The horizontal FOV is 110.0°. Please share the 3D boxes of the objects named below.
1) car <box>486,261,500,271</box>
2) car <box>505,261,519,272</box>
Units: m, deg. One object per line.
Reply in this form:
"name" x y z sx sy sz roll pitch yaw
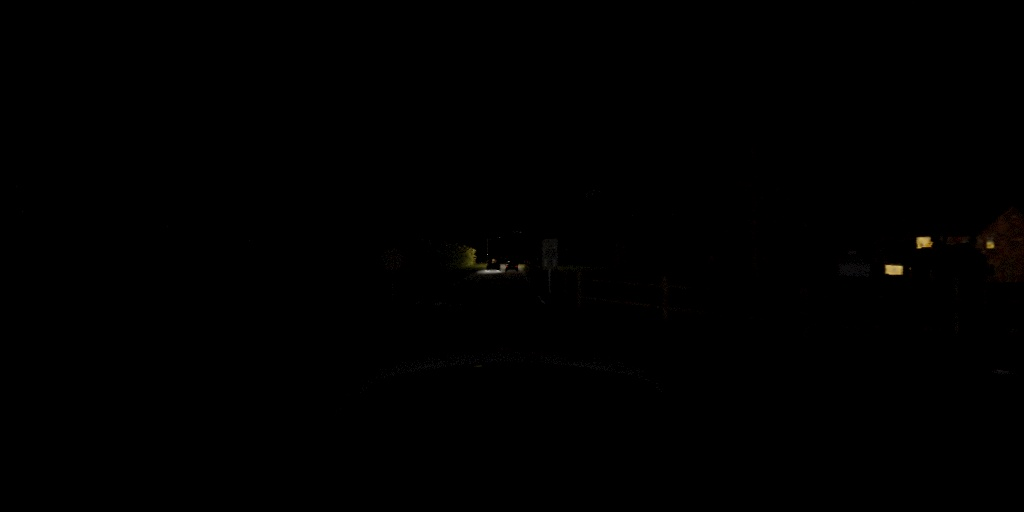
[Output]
"car" -2.781 1.472 54.321 1.994 1.385 4.181 0 0 0
"car" -0.027 1.436 49.292 2.033 1.411 5.357 0 0 0
